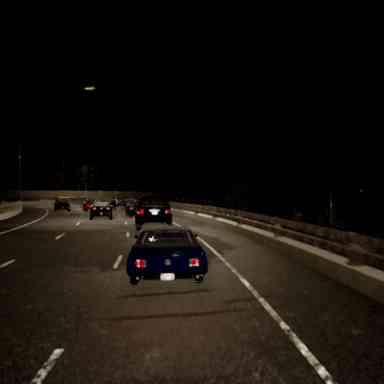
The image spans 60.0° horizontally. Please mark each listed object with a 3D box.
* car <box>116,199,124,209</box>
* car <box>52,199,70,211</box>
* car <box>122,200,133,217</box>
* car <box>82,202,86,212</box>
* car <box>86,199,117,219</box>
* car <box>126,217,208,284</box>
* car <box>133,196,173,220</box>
[{"bbox_3d":[-9.859,1.670,44.476,2.128,1.511,4.902,0,0,-24],"label":"car"},{"bbox_3d":[-16.785,1.672,42.824,2.128,1.511,4.902,0,0,-24],"label":"car"},{"bbox_3d":[-5.488,1.692,33.003,1.994,1.385,4.181,0,-1,-17],"label":"car"},{"bbox_3d":[-12.875,1.738,42.661,1.994,1.385,4.181,0,0,-23],"label":"car"},{"bbox_3d":[-8.267,1.614,30.146,2.128,1.511,4.902,0,0,-16],"label":"car"},{"bbox_3d":[-0.755,1.638,9.742,1.895,1.301,4.718,0,0,-5],"label":"car"},{"bbox_3d":[-2.512,1.300,21.274,2.150,2.045,5.566,0,-1,-9],"label":"car"}]
